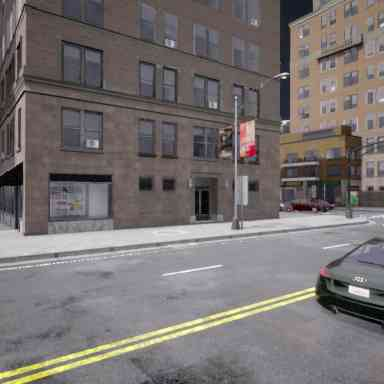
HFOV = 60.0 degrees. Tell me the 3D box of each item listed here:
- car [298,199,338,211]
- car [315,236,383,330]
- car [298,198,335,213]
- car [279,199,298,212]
[{"bbox_3d":[15.806,1.576,41.900,1.947,1.339,4.313,0,0,-35],"label":"car"},{"bbox_3d":[4.311,1.564,6.493,4.181,1.385,1.994,0,0,-35],"label":"car"},{"bbox_3d":[12.698,1.468,36.773,1.882,1.535,5.008,0,0,-35],"label":"car"},{"bbox_3d":[9.238,1.420,37.291,1.967,1.590,4.097,0,0,-35],"label":"car"}]
